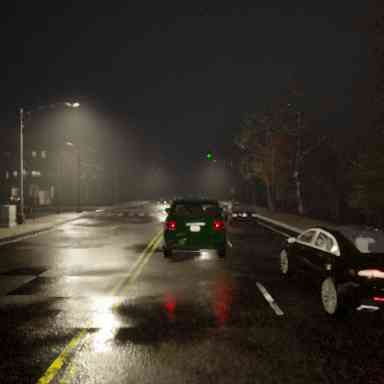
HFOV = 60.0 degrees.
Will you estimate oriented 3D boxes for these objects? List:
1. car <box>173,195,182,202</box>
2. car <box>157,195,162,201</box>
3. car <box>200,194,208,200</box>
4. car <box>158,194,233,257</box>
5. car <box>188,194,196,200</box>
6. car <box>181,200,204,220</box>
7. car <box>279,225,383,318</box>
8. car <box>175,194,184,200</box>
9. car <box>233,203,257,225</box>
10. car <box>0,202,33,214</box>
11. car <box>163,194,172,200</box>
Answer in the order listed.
[{"bbox_3d":[-3.289,1.423,74.241,1.812,1.442,4.674,0,0,0],"label":"car"},{"bbox_3d":[-6.539,1.423,74.239,1.812,1.442,4.674,0,0,0],"label":"car"},{"bbox_3d":[3.202,1.349,87.377,1.882,1.535,5.008,0,0,0],"label":"car"},{"bbox_3d":[0.096,1.207,12.998,2.150,2.045,5.566,0,0,0],"label":"car"},{"bbox_3d":[-0.048,1.396,87.374,2.128,1.511,4.902,0,0,0],"label":"car"},{"bbox_3d":[0.021,1.469,28.526,1.837,1.490,4.892,0,0,-1],"label":"car"},{"bbox_3d":[3.347,1.480,7.368,2.128,1.511,4.902,0,0,0],"label":"car"},{"bbox_3d":[-3.297,1.391,89.837,2.128,1.511,4.902,0,0,0],"label":"car"},{"bbox_3d":[3.339,1.518,23.663,2.033,1.411,5.357,0,0,0],"label":"car"},{"bbox_3d":[-19.973,1.771,36.929,4.313,1.339,1.947,-1,1,0],"label":"car"},{"bbox_3d":[-6.547,1.344,89.835,1.882,1.535,5.008,0,0,0],"label":"car"}]
